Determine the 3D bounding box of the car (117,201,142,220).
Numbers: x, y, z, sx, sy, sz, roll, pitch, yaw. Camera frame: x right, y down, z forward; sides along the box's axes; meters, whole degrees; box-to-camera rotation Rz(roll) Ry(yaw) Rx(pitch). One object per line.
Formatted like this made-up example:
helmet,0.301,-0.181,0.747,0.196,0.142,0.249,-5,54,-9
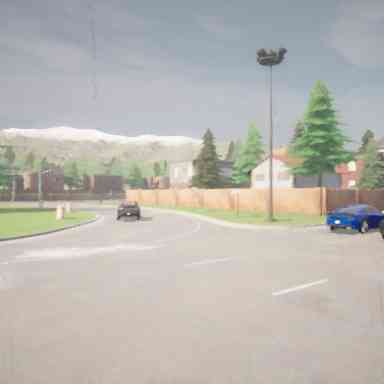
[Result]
car,-5.304,1.487,28.146,2.128,1.511,4.902,0,0,-10

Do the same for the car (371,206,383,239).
car,10.706,1.499,15.681,4.892,1.490,1.837,0,0,-35

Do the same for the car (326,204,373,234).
car,9.869,1.471,19.383,5.008,1.535,1.882,0,0,-35
